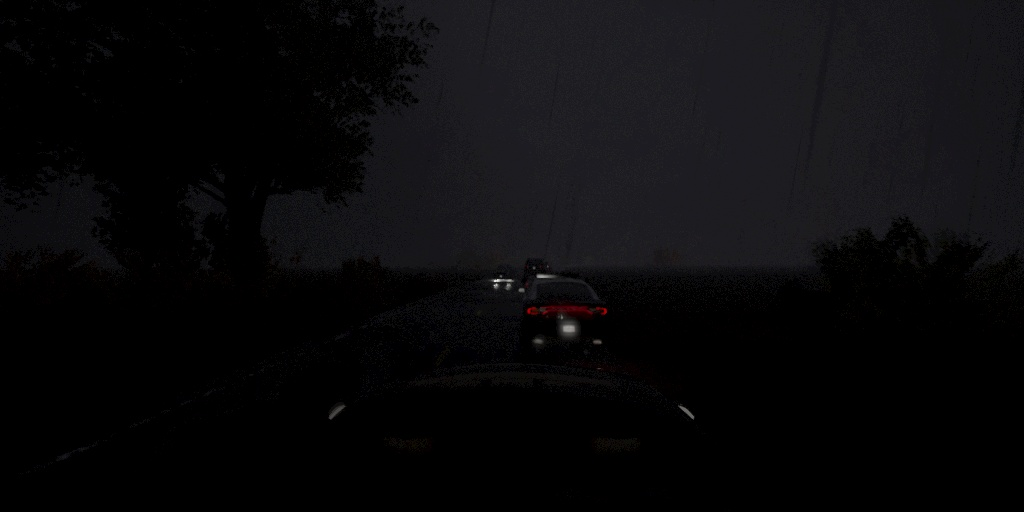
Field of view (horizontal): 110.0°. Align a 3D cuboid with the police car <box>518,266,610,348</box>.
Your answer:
[{"bbox_3d":[1.199,1.238,9.603,1.930,1.638,5.238,0,0,2],"label":"police car"}]

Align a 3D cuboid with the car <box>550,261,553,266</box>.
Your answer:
[{"bbox_3d":[4.377,1.460,49.390,2.097,1.767,4.553,0,0,11],"label":"car"}]

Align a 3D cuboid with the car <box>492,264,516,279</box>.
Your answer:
[{"bbox_3d":[-0.709,1.569,36.884,2.033,1.411,5.357,0,0,7],"label":"car"}]

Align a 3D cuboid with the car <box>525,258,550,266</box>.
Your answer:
[{"bbox_3d":[2.471,1.241,36.769,2.150,2.045,5.566,0,0,8],"label":"car"}]
